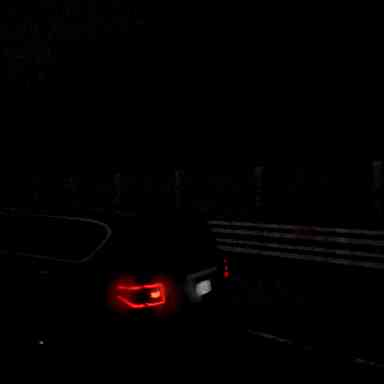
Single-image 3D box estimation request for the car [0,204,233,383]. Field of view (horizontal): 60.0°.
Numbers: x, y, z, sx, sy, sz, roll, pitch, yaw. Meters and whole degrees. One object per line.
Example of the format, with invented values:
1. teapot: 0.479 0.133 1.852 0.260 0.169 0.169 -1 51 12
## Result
1. car: -2.036 1.213 5.454 5.566 2.045 2.150 0 0 36
